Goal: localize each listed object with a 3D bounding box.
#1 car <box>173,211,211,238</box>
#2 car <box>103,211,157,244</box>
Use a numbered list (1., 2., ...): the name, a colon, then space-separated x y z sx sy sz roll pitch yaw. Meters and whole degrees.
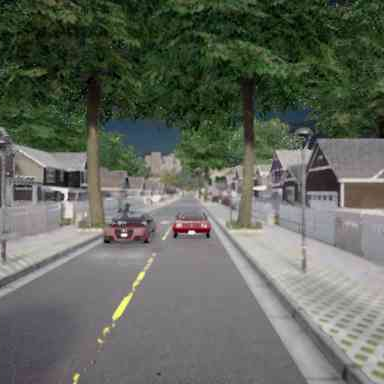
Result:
1. car: -0.020 1.675 18.296 1.895 1.301 4.718 0 0 0
2. car: -2.854 1.631 16.009 1.994 1.385 4.181 0 0 0
